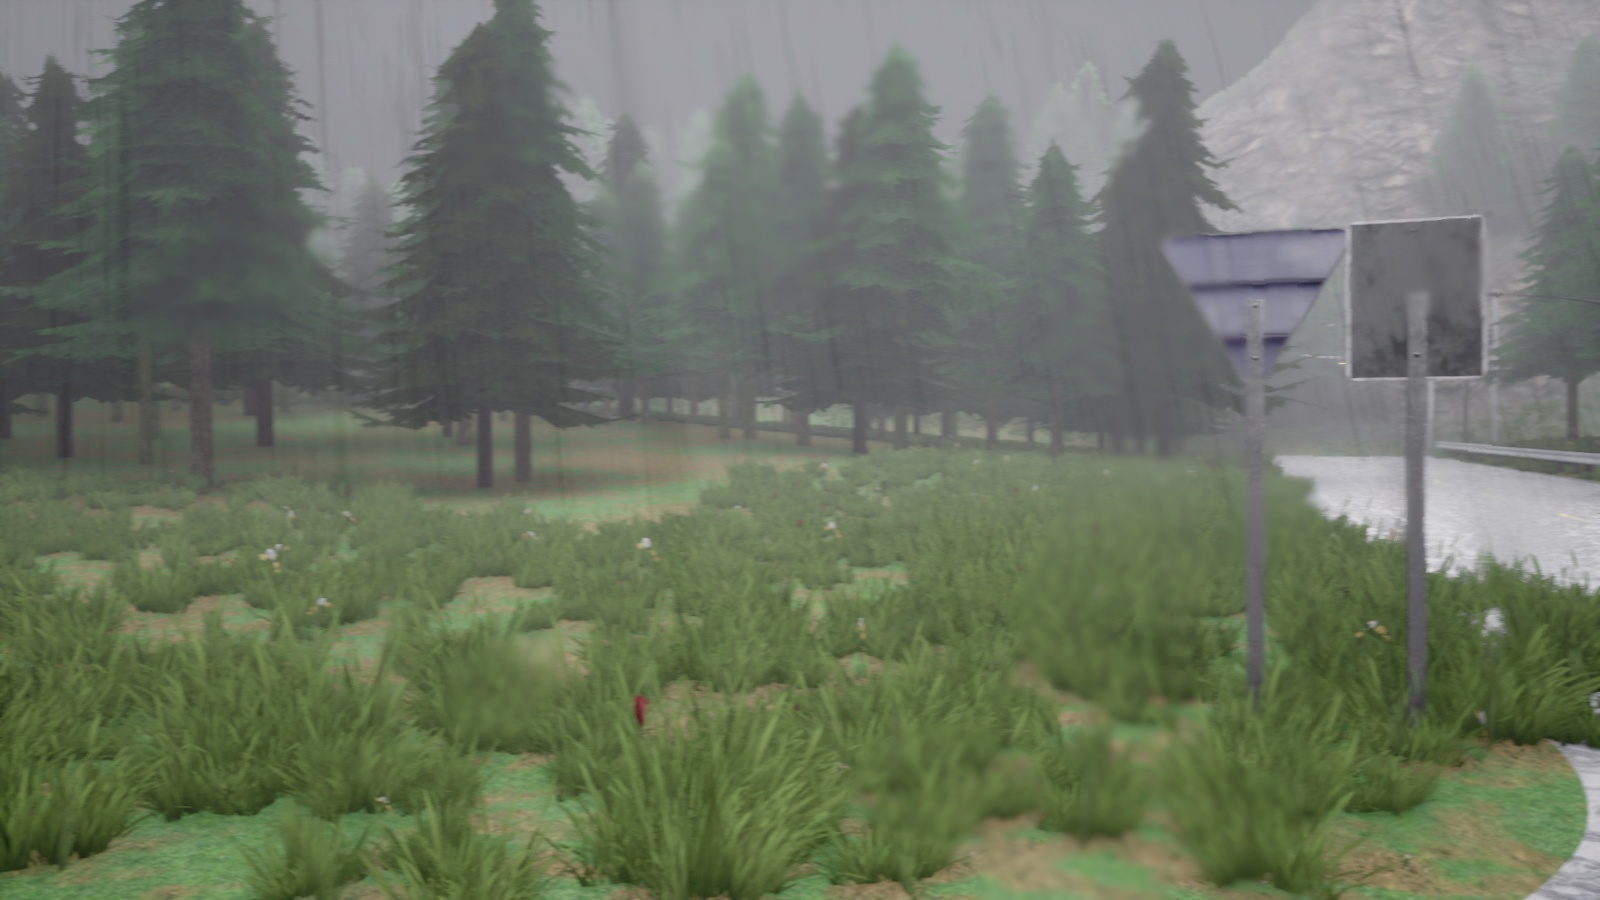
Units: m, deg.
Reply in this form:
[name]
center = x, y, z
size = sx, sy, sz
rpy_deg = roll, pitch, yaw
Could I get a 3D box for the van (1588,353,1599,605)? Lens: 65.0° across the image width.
[van]
center = 6.794, 0.265, 7.967
size = 2.069, 2.038, 4.480
rpy_deg = -1, 1, 19
